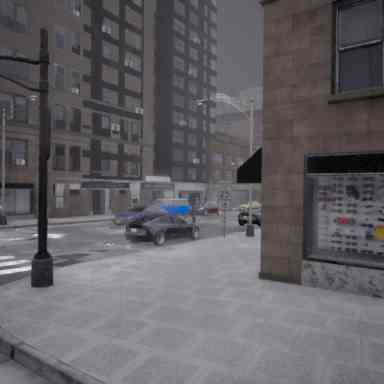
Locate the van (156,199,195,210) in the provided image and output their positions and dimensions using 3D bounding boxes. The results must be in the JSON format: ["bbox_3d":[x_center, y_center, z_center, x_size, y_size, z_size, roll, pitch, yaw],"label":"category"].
[{"bbox_3d":[-1.846,1.501,30.367,1.690,1.788,3.998,0,0,36],"label":"van"}]

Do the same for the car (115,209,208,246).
[{"bbox_3d":[-1.364,1.764,16.463,1.947,1.339,4.313,0,0,36],"label":"car"}]

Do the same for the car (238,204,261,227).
[{"bbox_3d":[5.066,1.850,25.380,1.947,1.339,4.313,0,0,36],"label":"car"}]

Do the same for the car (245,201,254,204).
[{"bbox_3d":[7.697,1.823,43.604,1.752,1.417,4.829,0,0,36],"label":"car"}]

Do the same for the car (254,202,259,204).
[{"bbox_3d":[10.353,1.837,42.812,2.128,1.511,4.902,1,0,36],"label":"car"}]

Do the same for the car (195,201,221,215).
[{"bbox_3d":[1.368,1.645,34.826,1.967,1.590,4.097,0,0,36],"label":"car"}]

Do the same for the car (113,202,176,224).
[{"bbox_3d":[-3.477,1.673,23.708,1.812,1.442,4.674,1,0,36],"label":"car"}]
